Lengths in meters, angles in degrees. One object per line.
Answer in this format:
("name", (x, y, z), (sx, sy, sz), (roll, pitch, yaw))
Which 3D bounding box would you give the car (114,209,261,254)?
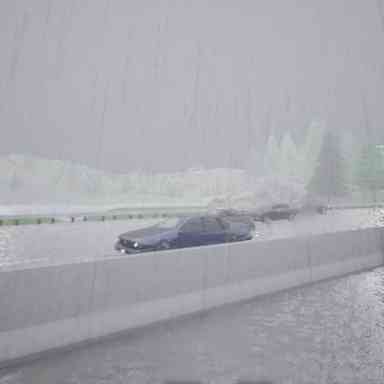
("car", (-0.106, 1.573, 12.517), (5.357, 1.411, 2.033), (0, 0, -36))

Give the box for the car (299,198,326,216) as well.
("car", (11.475, 1.457, 33.663), (4.553, 1.767, 2.097), (0, 0, -35))

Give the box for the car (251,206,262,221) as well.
("car", (1.451, 1.606, 17.925), (4.181, 1.385, 1.994), (0, 0, -35))

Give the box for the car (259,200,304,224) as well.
("car", (6.060, 1.577, 25.509), (4.892, 1.490, 1.837), (0, 0, -35))
